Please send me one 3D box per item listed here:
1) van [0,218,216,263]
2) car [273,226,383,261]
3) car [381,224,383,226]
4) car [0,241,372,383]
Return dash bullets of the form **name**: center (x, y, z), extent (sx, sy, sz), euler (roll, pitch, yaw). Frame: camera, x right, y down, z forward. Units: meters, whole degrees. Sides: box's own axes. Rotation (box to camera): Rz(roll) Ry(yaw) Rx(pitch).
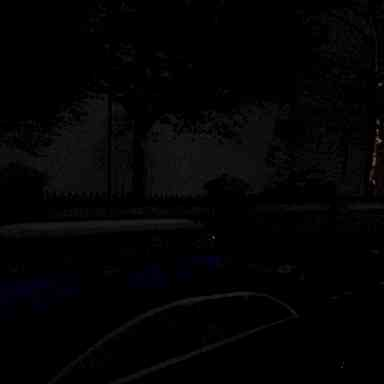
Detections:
- **van**: center (-1.402, 1.365, 5.560), extent (3.998, 1.788, 1.690), euler (1, -1, -35)
- **car**: center (3.180, 1.674, 8.827), extent (4.206, 1.307, 1.802), euler (1, -1, -35)
- **car**: center (7.765, 1.705, 12.095), extent (4.507, 1.381, 1.887), euler (1, -1, -35)
- **car**: center (-0.609, 1.505, 2.943), extent (4.902, 1.511, 2.128), euler (1, 0, -35)
